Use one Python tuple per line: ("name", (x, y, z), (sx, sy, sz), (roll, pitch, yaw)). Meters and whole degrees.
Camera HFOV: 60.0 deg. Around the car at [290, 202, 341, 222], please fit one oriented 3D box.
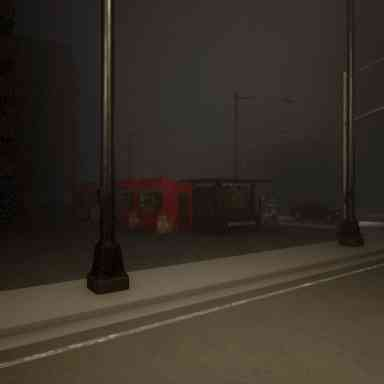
("car", (10.484, 1.612, 27.571), (1.837, 1.490, 4.892), (0, -1, -36))
